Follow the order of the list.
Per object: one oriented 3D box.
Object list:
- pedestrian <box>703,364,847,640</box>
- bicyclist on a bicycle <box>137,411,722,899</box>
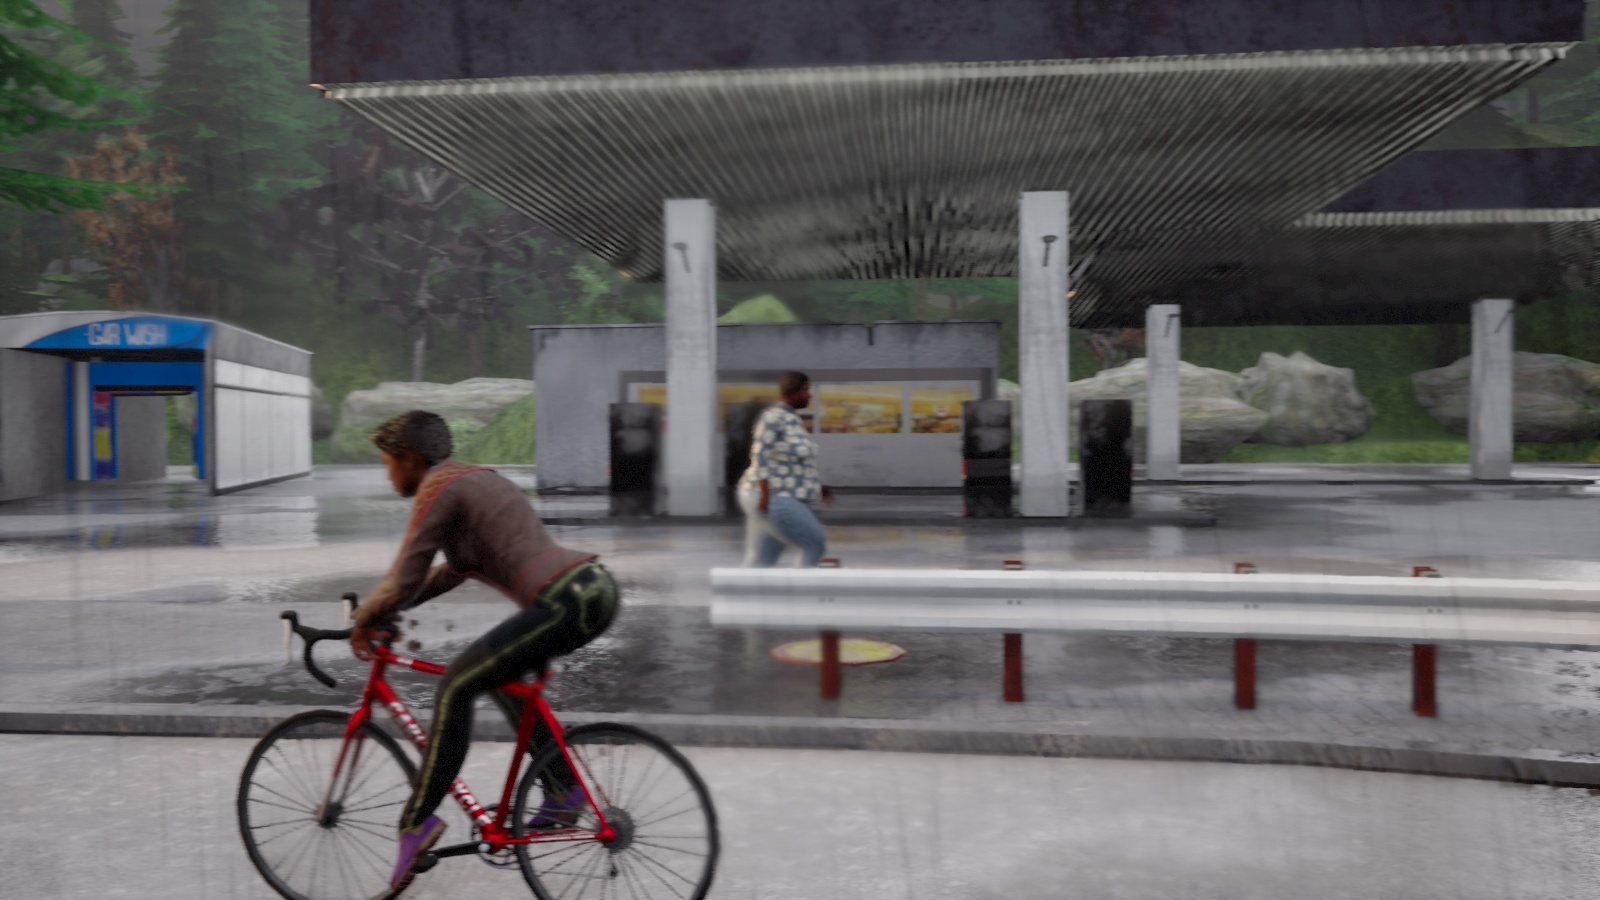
[{"bbox_3d":[-0.158,0.340,8.931,0.900,1.855,0.874,0,1,7],"label":"pedestrian"},{"bbox_3d":[-1.127,0.694,3.921,1.656,1.620,0.582,0,2,13],"label":"bicyclist on a bicycle"}]
